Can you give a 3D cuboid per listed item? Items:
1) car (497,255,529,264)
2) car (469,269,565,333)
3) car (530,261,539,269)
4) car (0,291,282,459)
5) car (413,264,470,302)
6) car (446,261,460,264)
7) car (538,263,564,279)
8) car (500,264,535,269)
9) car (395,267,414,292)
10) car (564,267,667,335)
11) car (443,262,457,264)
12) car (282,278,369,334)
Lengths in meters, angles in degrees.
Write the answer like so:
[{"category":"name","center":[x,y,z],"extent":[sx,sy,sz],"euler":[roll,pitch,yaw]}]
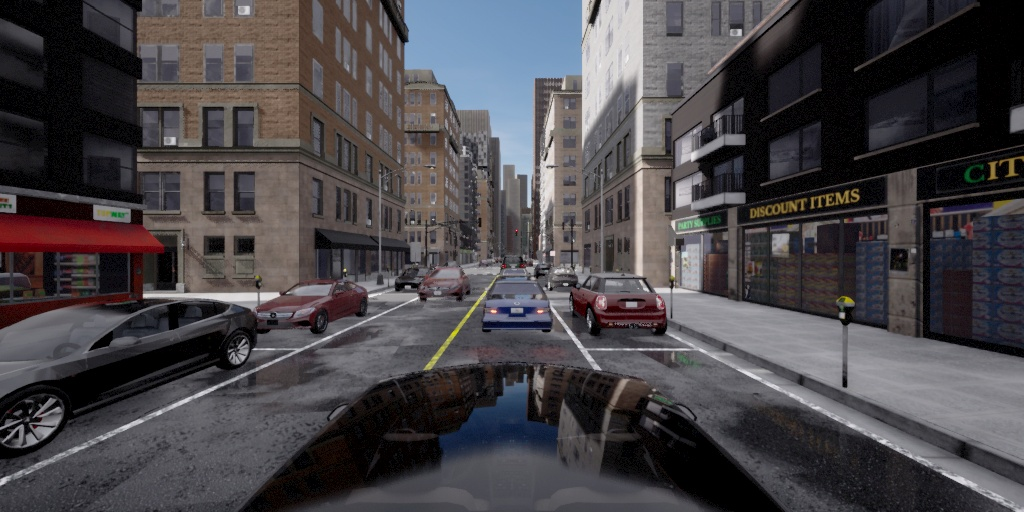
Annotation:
[{"category":"car","center":[0.079,0.974,31.293],"extent":[2.150,2.045,5.566],"euler":[0,0,-1]},{"category":"car","center":[0.122,1.297,10.755],"extent":[2.033,1.411,5.357],"euler":[0,0,0]},{"category":"car","center":[2.930,1.319,32.545],"extent":[1.948,1.339,4.313],"euler":[0,0,0]},{"category":"car","center":[-5.664,1.315,5.060],"extent":[1.948,1.339,4.313],"euler":[0,0,0]},{"category":"car","center":[-3.059,1.276,17.147],"extent":[1.812,1.442,4.674],"euler":[0,0,0]},{"category":"car","center":[-5.596,1.193,32.566],"extent":[1.967,1.591,4.097],"euler":[0,0,0]},{"category":"car","center":[2.902,1.301,21.542],"extent":[2.007,1.370,4.403],"euler":[0,0,0]},{"category":"car","center":[0.145,1.352,21.261],"extent":[1.895,1.301,4.718],"euler":[0,0,0]},{"category":"car","center":[-5.623,1.316,21.563],"extent":[1.948,1.339,4.313],"euler":[0,0,0]},{"category":"car","center":[2.875,1.190,10.540],"extent":[1.967,1.591,4.097],"euler":[0,0,0]},{"category":"car","center":[-5.610,1.334,27.065],"extent":[1.802,1.307,4.207],"euler":[0,0,0]},{"category":"car","center":[-5.650,1.332,10.561],"extent":[1.802,1.307,4.207],"euler":[0,0,0]}]
